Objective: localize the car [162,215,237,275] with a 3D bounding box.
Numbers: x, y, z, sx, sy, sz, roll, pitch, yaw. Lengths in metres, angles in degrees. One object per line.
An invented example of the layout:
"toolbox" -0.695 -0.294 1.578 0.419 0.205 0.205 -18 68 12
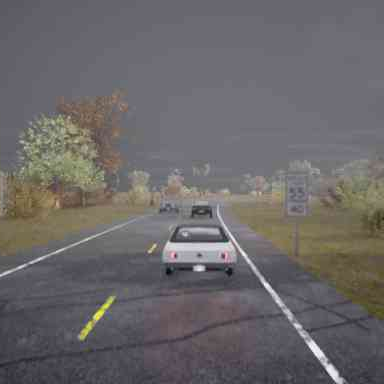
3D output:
"car" 0.219 1.620 10.510 1.895 1.301 4.718 0 0 1

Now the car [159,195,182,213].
"car" -2.324 1.385 37.527 2.150 2.045 5.566 0 0 4

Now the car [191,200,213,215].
"car" 0.969 1.528 31.494 1.882 1.535 5.008 0 0 3
